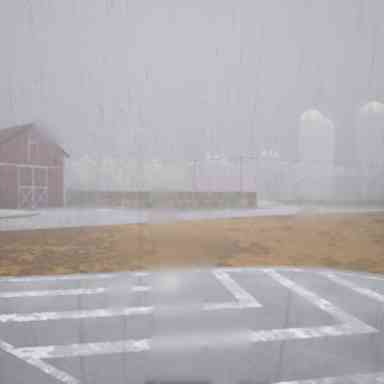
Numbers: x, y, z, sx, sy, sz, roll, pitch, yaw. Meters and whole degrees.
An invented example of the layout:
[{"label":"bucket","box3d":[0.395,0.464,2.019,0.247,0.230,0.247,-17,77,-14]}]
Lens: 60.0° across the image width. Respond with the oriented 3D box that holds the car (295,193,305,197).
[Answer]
[{"label":"car","box3d":[28.601,1.479,87.889,2.242,1.667,4.611,0,0,35]}]
